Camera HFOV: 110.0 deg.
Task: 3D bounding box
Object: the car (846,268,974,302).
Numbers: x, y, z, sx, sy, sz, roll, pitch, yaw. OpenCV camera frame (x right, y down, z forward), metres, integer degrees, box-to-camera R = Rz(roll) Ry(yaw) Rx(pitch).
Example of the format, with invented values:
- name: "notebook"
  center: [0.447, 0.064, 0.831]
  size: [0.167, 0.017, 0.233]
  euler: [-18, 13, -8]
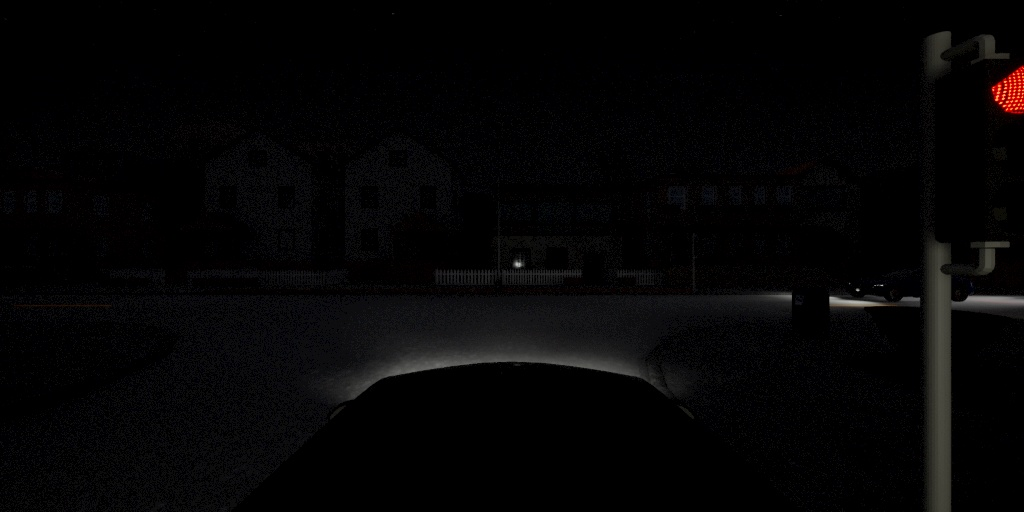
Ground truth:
- name: "car"
  center: [18.190, 1.276, 16.455]
  size: [4.674, 1.442, 1.812]
  euler: [0, 0, 0]
